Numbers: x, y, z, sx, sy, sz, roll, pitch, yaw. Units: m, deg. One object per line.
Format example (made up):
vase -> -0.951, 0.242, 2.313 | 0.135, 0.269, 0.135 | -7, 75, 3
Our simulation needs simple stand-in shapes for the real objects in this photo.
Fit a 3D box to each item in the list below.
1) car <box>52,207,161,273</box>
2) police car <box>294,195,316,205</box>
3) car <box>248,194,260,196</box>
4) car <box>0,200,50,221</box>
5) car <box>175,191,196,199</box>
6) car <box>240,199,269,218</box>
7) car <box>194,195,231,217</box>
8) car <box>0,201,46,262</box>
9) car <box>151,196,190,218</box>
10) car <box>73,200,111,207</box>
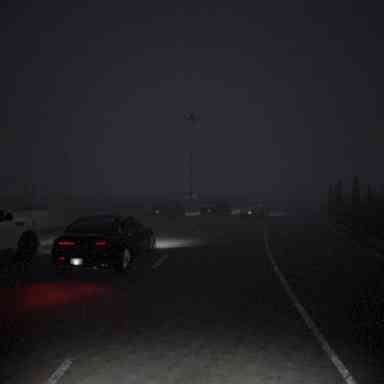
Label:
car -> -2.515, 1.430, 10.508 | 1.837, 1.490, 4.892 | 0, 0, 7
police car -> 17.012, 1.180, 49.927 | 2.038, 1.542, 4.974 | 0, 0, 36
car -> 11.907, 1.178, 65.568 | 2.128, 1.511, 4.902 | 0, 0, 42
car -> -13.622, 1.393, 26.485 | 1.994, 1.385, 4.181 | 0, 0, 16
car -> -1.353, 0.917, 60.252 | 2.150, 2.045, 5.566 | 0, 0, 35
car -> 5.244, 1.346, 27.814 | 1.812, 1.442, 4.674 | 0, 1, 20
car -> 2.174, 1.305, 29.400 | 2.128, 1.511, 4.902 | 0, 0, 20
car -> -6.296, 1.150, 8.656 | 2.150, 2.045, 5.566 | 0, 0, 6
car -> -1.972, 1.348, 28.135 | 1.812, 1.442, 4.674 | 0, 0, 18
car -> -8.790, 1.414, 30.472 | 1.895, 1.301, 4.718 | 0, 0, 19
